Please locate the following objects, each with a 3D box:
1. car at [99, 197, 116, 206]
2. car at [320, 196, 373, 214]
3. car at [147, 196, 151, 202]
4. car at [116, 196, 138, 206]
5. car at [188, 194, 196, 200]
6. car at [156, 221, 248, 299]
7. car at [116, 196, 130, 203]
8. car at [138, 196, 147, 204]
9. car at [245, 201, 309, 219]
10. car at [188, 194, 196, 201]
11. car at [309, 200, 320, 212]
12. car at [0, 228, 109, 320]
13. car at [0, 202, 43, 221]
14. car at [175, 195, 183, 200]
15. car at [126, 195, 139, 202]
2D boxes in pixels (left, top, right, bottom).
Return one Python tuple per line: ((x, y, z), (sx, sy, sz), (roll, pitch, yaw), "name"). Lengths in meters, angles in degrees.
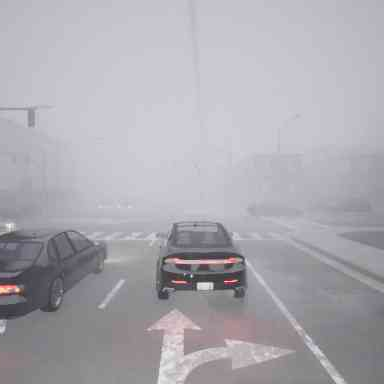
((-14.105, 1.564, 55.582), (1.994, 1.385, 4.181), (0, 0, 0), "car")
((16.528, 1.352, 35.209), (4.553, 1.767, 2.097), (0, 0, 0), "car")
((-10.527, 1.552, 76.182), (1.994, 1.385, 4.181), (0, 0, 0), "car")
((-10.621, 1.478, 54.872), (1.882, 1.535, 5.008), (0, 0, 0), "car")
((-0.033, 1.355, 92.849), (2.097, 1.767, 4.553), (0, 0, 0), "car")
((0.112, 1.492, 8.445), (2.128, 1.511, 4.902), (0, 0, -3), "car")
((-14.028, 1.525, 67.534), (1.812, 1.442, 4.674), (0, 0, 0), "car")
((-10.553, 1.478, 65.333), (1.882, 1.535, 5.008), (0, 0, 0), "car")
((6.971, 1.491, 28.382), (4.902, 1.511, 2.128), (0, 0, 7), "car")
((-0.029, 1.500, 82.458), (1.837, 1.490, 4.892), (0, 0, 0), "car")
((15.698, 1.491, 38.710), (4.902, 1.511, 2.128), (0, 0, 0), "car")
((-3.434, 1.547, 7.639), (2.033, 1.411, 5.357), (0, 0, 0), "car")
((-14.110, 1.548, 27.212), (2.033, 1.411, 5.357), (0, 0, 0), "car")
((-3.533, 1.524, 92.864), (1.812, 1.442, 4.674), (0, 0, 0), "car")
((-14.028, 1.540, 78.951), (2.033, 1.411, 5.357), (0, 0, 0), "car")
